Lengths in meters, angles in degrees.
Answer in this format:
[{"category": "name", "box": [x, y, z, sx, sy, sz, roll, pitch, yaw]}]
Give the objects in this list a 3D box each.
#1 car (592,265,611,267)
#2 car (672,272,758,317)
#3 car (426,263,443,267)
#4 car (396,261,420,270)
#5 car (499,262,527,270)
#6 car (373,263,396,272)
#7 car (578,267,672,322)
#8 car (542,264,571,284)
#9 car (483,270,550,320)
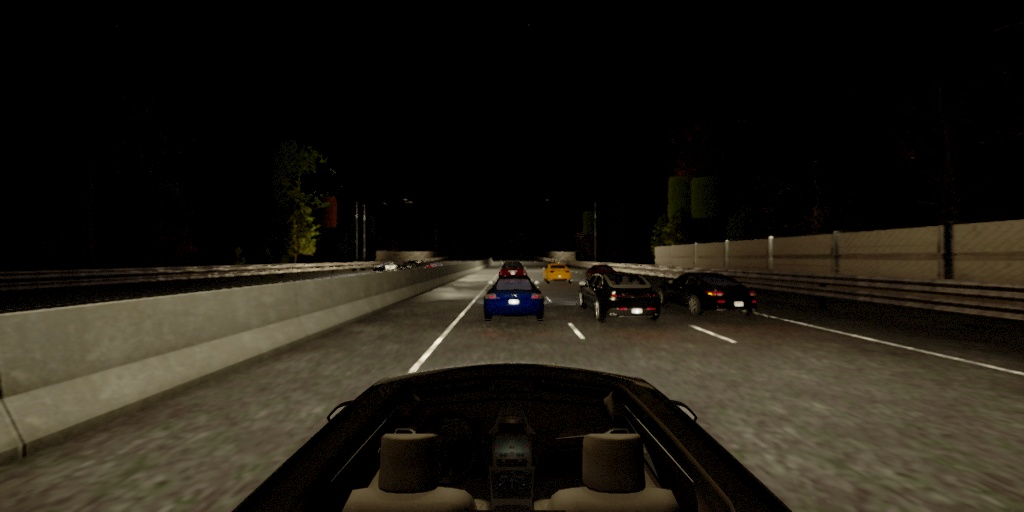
[{"category": "car", "box": [7.069, 1.410, 28.586, 1.812, 1.442, 4.674, 0, 0, 0]}, {"category": "car", "box": [7.074, 1.335, 13.463, 1.812, 1.442, 4.674, 0, 0, 0]}, {"category": "car", "box": [-10.604, 1.587, 50.091, 1.895, 1.301, 4.718, 0, 0, 0]}, {"category": "car", "box": [-14.105, 1.489, 49.826, 1.837, 1.490, 4.892, 0, 0, 0]}, {"category": "car", "box": [0.061, 1.228, 27.280, 2.097, 1.767, 4.553, 0, 0, 0]}, {"category": "car", "box": [-17.602, 1.585, 49.941, 1.895, 1.301, 4.718, 0, 0, 0]}, {"category": "car", "box": [3.567, 1.312, 12.613, 1.837, 1.490, 4.892, 0, 0, 0]}, {"category": "car", "box": [3.570, 1.364, 29.114, 1.882, 1.535, 5.008, 0, 0, 0]}, {"category": "car", "box": [0.069, 1.369, 12.834, 1.994, 1.385, 4.181, 0, 0, 0]}]
